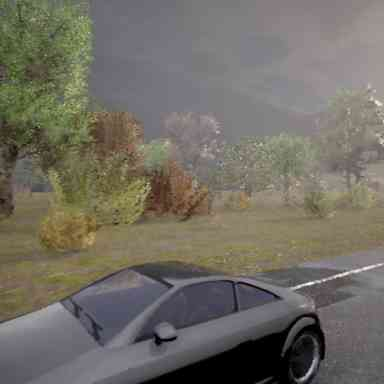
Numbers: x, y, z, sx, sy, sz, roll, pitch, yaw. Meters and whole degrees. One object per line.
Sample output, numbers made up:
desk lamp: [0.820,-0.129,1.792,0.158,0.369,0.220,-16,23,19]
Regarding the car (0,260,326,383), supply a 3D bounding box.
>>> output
car: [-0.398,1.561,3.724,4.181,1.385,1.994,0,0,-36]
